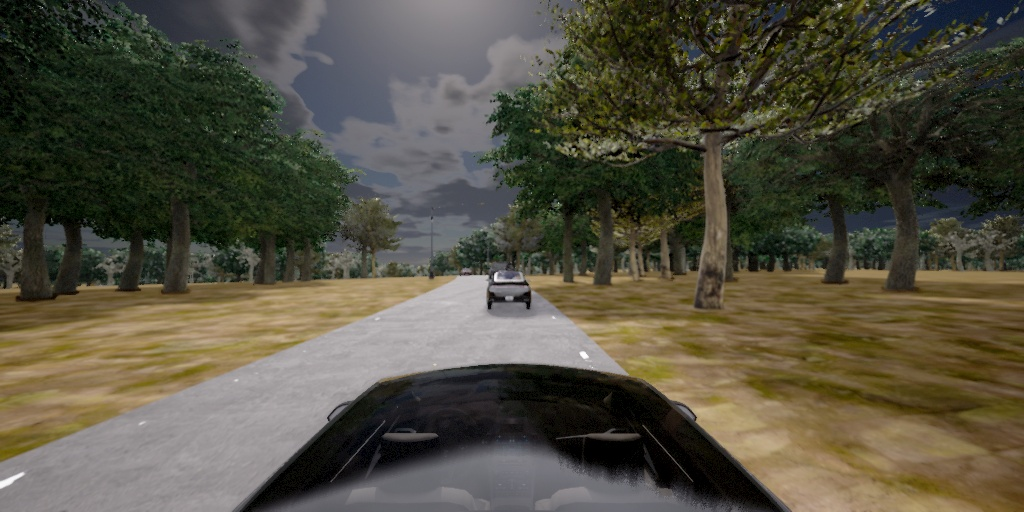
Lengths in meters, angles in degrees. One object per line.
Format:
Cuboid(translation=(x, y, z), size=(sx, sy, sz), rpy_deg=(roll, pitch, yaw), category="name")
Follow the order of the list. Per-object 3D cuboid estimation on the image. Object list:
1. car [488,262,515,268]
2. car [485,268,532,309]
Cuboid(translation=(-0.914, 1.541, 30.990), size=(2.150, 2.045, 5.566), rpy_deg=(0, -1, -4), category="car")
Cuboid(translation=(-0.166, 1.457, 16.219), size=(2.128, 1.511, 4.902), rpy_deg=(0, -1, -2), category="car")
